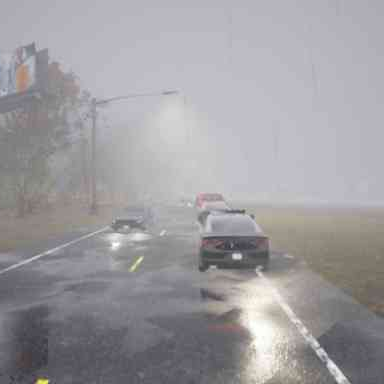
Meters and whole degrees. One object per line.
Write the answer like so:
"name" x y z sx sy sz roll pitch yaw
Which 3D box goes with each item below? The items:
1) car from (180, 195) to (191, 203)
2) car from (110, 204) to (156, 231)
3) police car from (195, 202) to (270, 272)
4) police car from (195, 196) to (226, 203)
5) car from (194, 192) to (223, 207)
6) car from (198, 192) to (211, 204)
"car" -1.070 1.300 61.641 1.882 1.535 5.008 0 0 5
"car" -3.320 1.414 19.750 2.033 1.411 5.357 0 0 1
"police car" 1.132 1.342 10.646 1.930 1.638 5.238 0 0 1
"police car" 1.341 1.288 20.611 1.930 1.638 5.238 0 0 2
"car" 1.524 1.065 26.508 2.150 2.045 5.566 0 0 2
"car" 2.432 1.042 61.621 2.150 2.045 5.566 0 0 5
